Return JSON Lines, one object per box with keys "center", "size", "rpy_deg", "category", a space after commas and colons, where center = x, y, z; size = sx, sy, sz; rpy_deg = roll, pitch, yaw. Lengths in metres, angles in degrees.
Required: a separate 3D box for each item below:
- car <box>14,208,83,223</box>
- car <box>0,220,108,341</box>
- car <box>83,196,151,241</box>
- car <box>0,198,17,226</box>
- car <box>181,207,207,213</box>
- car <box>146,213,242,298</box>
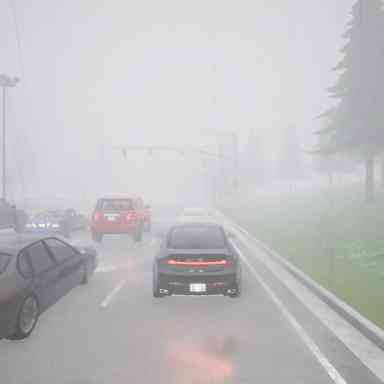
{"center": [-6.856, 1.547, 17.448], "size": [2.033, 1.411, 5.357], "rpy_deg": [0, 0, -2], "category": "car"}
{"center": [-3.398, 1.547, 6.437], "size": [2.033, 1.411, 5.357], "rpy_deg": [0, 0, 0], "category": "car"}
{"center": [-3.388, 1.221, 16.715], "size": [2.150, 2.045, 5.566], "rpy_deg": [0, 0, 0], "category": "car"}
{"center": [-10.390, 1.221, 16.558], "size": [2.150, 2.045, 5.566], "rpy_deg": [0, 0, 0], "category": "car"}
{"center": [0.111, 1.526, 17.598], "size": [1.812, 1.442, 4.674], "rpy_deg": [0, 0, 0], "category": "car"}
{"center": [0.106, 1.505, 8.521], "size": [1.837, 1.490, 4.892], "rpy_deg": [0, 0, 0], "category": "car"}
